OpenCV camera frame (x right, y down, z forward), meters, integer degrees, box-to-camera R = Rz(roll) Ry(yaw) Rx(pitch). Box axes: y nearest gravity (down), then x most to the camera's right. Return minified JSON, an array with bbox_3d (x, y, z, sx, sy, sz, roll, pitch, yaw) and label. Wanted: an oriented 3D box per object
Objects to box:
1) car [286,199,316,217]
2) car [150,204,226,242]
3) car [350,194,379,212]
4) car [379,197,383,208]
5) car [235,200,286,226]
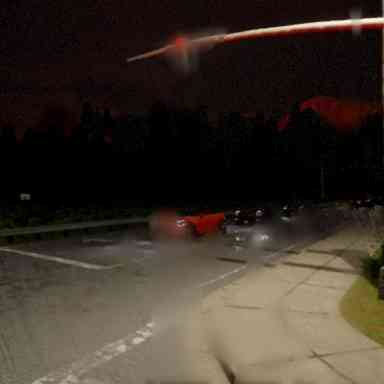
[{"bbox_3d":[10.489,1.444,32.370,2.097,1.767,4.553,-1,-1,35],"label":"car"},{"bbox_3d":[-0.090,1.450,17.112,2.097,1.767,4.553,-1,-1,34],"label":"car"},{"bbox_3d":[20.513,1.258,39.955,2.150,2.045,5.566,-1,-1,35],"label":"car"},{"bbox_3d":[26.805,1.520,48.430,2.128,1.511,4.902,-1,-1,37],"label":"car"},{"bbox_3d":[4.912,1.447,24.367,2.097,1.767,4.553,-1,-1,35],"label":"car"}]
